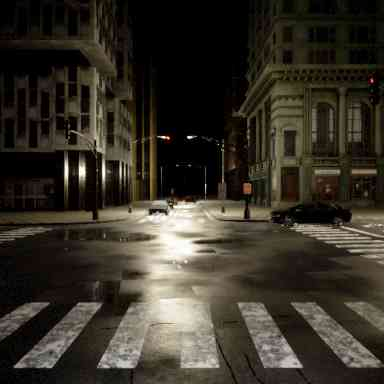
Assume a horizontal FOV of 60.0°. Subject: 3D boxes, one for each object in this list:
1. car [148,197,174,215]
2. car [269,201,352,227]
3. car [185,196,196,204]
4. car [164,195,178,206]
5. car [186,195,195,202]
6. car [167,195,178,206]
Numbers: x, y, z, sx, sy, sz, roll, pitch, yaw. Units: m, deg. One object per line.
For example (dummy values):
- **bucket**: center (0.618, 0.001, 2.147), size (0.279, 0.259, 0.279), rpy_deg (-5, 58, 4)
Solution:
- **car**: center (-3.208, 1.535, 33.589), size (2.033, 1.411, 5.357), rpy_deg (0, 0, 0)
- **car**: center (7.328, 1.366, 20.727), size (4.892, 1.490, 1.837), rpy_deg (-1, 1, 4)
- **car**: center (-0.243, 1.464, 63.864), size (1.812, 1.442, 4.674), rpy_deg (0, 0, 0)
- **car**: center (-3.350, 1.311, 53.797), size (2.097, 1.767, 4.553), rpy_deg (0, 0, 0)
- **car**: center (-0.408, 1.469, 73.676), size (1.994, 1.385, 4.181), rpy_deg (0, 0, 0)
- **car**: center (-3.282, 1.467, 43.504), size (2.128, 1.511, 4.902), rpy_deg (0, 0, 0)
